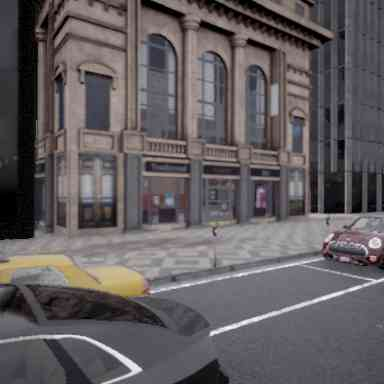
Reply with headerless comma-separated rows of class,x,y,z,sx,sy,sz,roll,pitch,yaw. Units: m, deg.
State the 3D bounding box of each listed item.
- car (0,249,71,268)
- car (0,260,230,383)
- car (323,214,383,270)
car,-2.902,1.526,4.580,4.829,1.417,1.752,0,0,-36
car,-1.970,1.502,1.962,4.892,1.490,1.837,0,0,-35
car,6.172,1.480,11.052,4.097,1.590,1.967,0,0,-36
